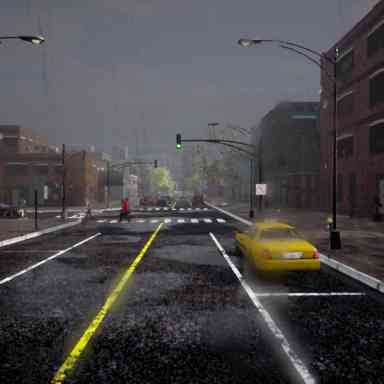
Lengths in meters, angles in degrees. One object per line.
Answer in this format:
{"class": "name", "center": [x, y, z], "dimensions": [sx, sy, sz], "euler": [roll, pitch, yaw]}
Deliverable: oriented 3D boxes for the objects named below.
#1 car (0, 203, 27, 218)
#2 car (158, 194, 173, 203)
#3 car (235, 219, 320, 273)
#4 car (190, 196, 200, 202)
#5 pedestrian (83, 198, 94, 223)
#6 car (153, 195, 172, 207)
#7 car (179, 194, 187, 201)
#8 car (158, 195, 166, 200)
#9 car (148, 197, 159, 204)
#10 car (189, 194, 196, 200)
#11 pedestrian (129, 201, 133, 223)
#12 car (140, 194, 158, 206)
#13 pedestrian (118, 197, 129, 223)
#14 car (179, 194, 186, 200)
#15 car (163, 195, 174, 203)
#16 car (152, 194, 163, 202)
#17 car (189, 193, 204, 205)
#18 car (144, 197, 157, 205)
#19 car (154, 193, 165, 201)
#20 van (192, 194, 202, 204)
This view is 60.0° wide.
{"class": "car", "center": [-19.069, 1.794, 32.367], "dimensions": [5.357, 1.411, 2.033], "euler": [-1, 1, -2]}
{"class": "car", "center": [-4.731, 1.465, 61.001], "dimensions": [1.882, 1.535, 5.008], "euler": [0, 0, -1]}
{"class": "car", "center": [2.408, 1.524, 10.501], "dimensions": [1.752, 1.417, 4.829], "euler": [-1, 0, -2]}
{"class": "car", "center": [0.615, 1.535, 76.076], "dimensions": [2.008, 1.369, 4.403], "euler": [-1, 0, -2]}
{"class": "pedestrian", "center": [-7.519, 1.291, 24.139], "dimensions": [0.375, 1.860, 0.375], "euler": [-1, 1, -2]}
{"class": "car", "center": [-4.490, 1.554, 51.203], "dimensions": [1.994, 1.385, 4.181], "euler": [0, 0, -2]}
{"class": "car", "center": [-2.178, 1.504, 79.813], "dimensions": [2.128, 1.511, 4.902], "euler": [0, 0, -2]}
{"class": "car", "center": [-8.217, 1.524, 92.472], "dimensions": [1.887, 1.381, 4.507], "euler": [-1, 0, -2]}
{"class": "car", "center": [-7.460, 1.569, 64.763], "dimensions": [1.802, 1.307, 4.206], "euler": [-1, 0, -2]}
{"class": "car", "center": [0.159, 1.419, 92.701], "dimensions": [1.967, 1.590, 4.097], "euler": [-1, 0, -2]}
{"class": "pedestrian", "center": [-4.794, 1.309, 24.812], "dimensions": [0.375, 1.860, 0.375], "euler": [-1, 1, -2]}
{"class": "car", "center": [-7.158, 1.304, 53.679], "dimensions": [2.192, 1.841, 5.009], "euler": [-1, 0, -2]}
{"class": "pedestrian", "center": [-4.832, 1.290, 23.470], "dimensions": [0.375, 1.860, 0.375], "euler": [-1, 1, -2]}
{"class": "car", "center": [-2.461, 1.354, 90.225], "dimensions": [1.882, 1.535, 5.008], "euler": [0, 0, -2]}
{"class": "car", "center": [-4.943, 1.510, 71.130], "dimensions": [2.128, 1.511, 4.902], "euler": [0, 0, -2]}
{"class": "car", "center": [-7.766, 1.299, 75.847], "dimensions": [2.192, 1.841, 5.009], "euler": [-1, 0, -2]}
{"class": "car", "center": [1.067, 1.303, 59.450], "dimensions": [2.192, 1.841, 5.009], "euler": [-1, 0, -2]}
{"class": "car", "center": [-7.308, 1.533, 59.221], "dimensions": [1.887, 1.381, 4.507], "euler": [-1, 0, -2]}
{"class": "car", "center": [-7.916, 1.297, 81.389], "dimensions": [2.192, 1.841, 5.009], "euler": [-1, 0, -2]}
{"class": "van", "center": [0.916, 1.328, 64.992], "dimensions": [1.690, 1.788, 3.998], "euler": [-1, 0, -2]}
